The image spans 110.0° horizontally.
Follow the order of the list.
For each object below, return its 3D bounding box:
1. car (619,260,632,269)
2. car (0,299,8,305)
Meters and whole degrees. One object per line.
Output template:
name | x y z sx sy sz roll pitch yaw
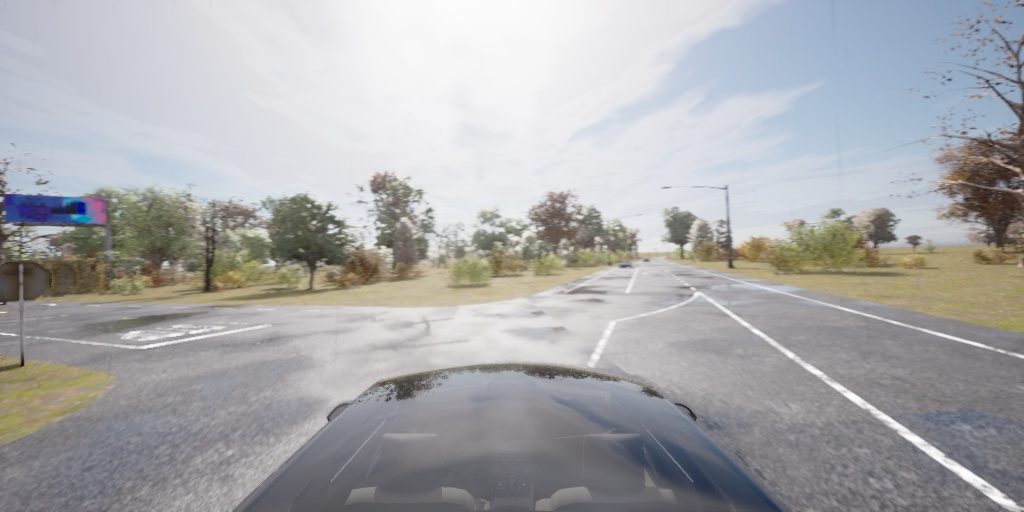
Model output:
car | 18.759 1.387 59.262 1.994 1.385 4.181 -3 -1 21
car | -41.514 3.147 27.918 5.008 1.535 1.882 -2 -1 22
